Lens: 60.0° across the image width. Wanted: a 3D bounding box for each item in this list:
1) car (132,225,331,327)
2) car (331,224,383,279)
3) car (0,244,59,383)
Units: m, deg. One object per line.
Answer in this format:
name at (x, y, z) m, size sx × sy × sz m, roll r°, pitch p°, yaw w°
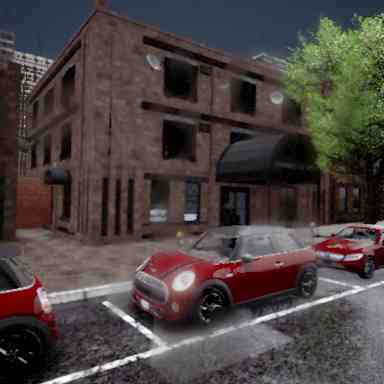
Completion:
car at (0.804, 1.493, 7.074) m, size 4.097 × 1.590 × 1.967 m, roll 1°, pitch 1°, yaw -35°
car at (5.430, 1.700, 10.377) m, size 4.206 × 1.307 × 1.802 m, roll 1°, pitch 1°, yaw -35°
car at (-3.826, 1.428, 3.770) m, size 4.097 × 1.590 × 1.967 m, roll 1°, pitch 1°, yaw -35°
